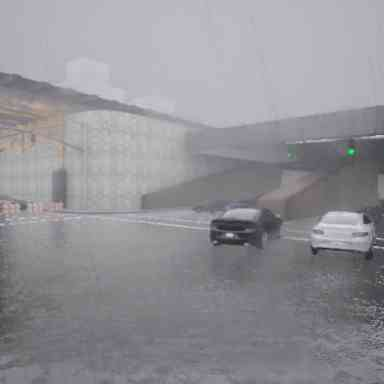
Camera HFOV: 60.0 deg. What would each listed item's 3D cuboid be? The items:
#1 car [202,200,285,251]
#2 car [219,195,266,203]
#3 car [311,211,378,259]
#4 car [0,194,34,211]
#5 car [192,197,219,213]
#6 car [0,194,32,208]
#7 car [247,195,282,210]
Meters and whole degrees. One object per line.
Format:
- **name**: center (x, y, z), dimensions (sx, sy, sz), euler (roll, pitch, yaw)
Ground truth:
- **car**: center (2.422, 1.313, 13.583), dimensions (1.882, 1.535, 5.008), euler (0, 1, 27)
- **car**: center (4.564, 1.225, 28.047), dimensions (1.812, 1.442, 4.674), euler (1, 1, 40)
- **car**: center (5.581, 1.402, 12.078), dimensions (1.812, 1.442, 4.674), euler (0, 0, 30)
- **car**: center (-17.100, 0.958, 30.188), dimensions (4.974, 1.542, 2.038), euler (0, 1, -20)
- **car**: center (2.316, 1.200, 30.816), dimensions (2.033, 1.411, 5.357), euler (1, 1, 40)
- **car**: center (-17.147, 0.800, 30.168), dimensions (4.536, 1.218, 1.853), euler (0, 1, -20)
- **car**: center (8.412, 1.128, 38.083), dimensions (1.837, 1.490, 4.892), euler (1, 1, 40)
